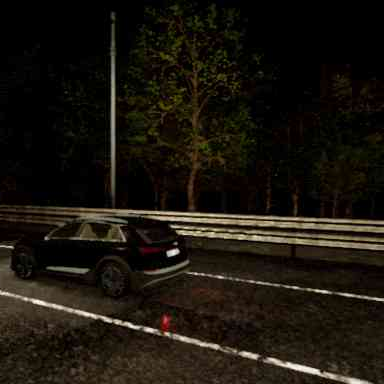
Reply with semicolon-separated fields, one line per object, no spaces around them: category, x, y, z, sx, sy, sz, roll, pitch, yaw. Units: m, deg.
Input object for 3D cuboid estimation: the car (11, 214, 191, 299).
car;-2.371;1.366;8.275;4.856;1.649;2.033;0;0;29
